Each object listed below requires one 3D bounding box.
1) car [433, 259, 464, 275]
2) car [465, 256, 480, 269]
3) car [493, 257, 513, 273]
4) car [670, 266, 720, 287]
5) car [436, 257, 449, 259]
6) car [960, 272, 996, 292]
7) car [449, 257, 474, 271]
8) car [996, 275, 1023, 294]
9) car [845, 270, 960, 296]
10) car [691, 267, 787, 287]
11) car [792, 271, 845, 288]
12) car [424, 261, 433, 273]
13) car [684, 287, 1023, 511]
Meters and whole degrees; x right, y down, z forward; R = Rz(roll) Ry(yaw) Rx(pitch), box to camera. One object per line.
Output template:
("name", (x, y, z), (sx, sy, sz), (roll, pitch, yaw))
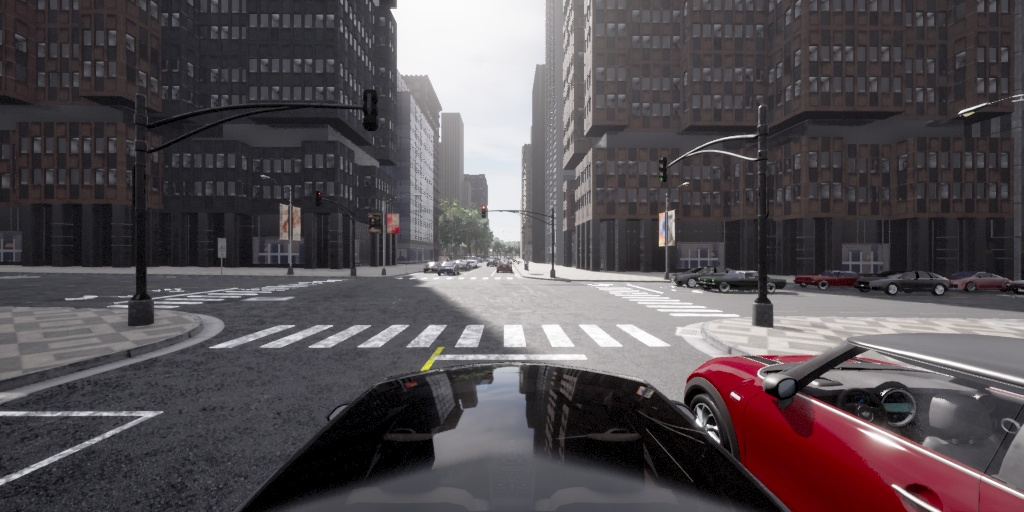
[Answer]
("car", (-6.686, 1.292, 38.321), (2.033, 1.411, 5.357), (0, 0, -1))
("car", (-6.965, 1.012, 59.219), (2.150, 2.045, 5.566), (0, 0, 0))
("car", (-0.907, 1.195, 43.526), (1.967, 1.591, 4.097), (0, 0, -1))
("car", (13.853, 1.475, 25.586), (4.892, 1.490, 1.837), (1, 0, -1))
("car", (-9.506, 1.082, 48.838), (2.192, 1.841, 5.009), (0, 0, -1))
("car", (33.038, 1.813, 25.824), (4.181, 1.385, 1.994), (1, 0, -1))
("car", (-6.834, 1.258, 48.587), (2.128, 1.511, 4.902), (0, 0, -1))
("car", (34.740, 1.825, 22.599), (5.357, 1.411, 2.033), (1, 0, -1))
("car", (24.359, 1.631, 22.472), (4.892, 1.490, 1.837), (1, 0, -1))
("car", (14.159, 1.579, 22.340), (4.718, 1.301, 1.895), (1, 0, -3))
("car", (23.072, 1.704, 25.690), (4.718, 1.301, 1.895), (1, 0, -1))
("car", (-9.431, 1.321, 43.412), (1.948, 1.339, 4.313), (0, 0, -1))
("car", (2.761, 1.190, 2.160), (1.967, 1.591, 4.097), (0, 0, 0))
